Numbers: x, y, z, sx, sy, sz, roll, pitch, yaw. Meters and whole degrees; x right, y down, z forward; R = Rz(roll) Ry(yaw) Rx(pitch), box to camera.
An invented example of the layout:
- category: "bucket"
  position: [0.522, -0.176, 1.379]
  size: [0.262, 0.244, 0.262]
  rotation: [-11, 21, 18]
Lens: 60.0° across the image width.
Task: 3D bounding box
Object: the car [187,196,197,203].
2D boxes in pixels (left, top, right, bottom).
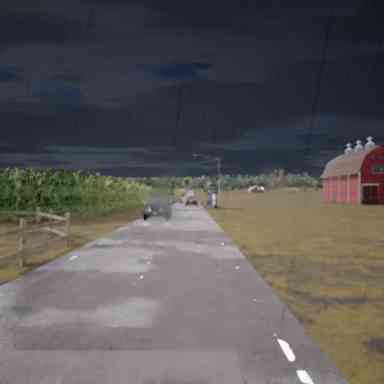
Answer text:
- category: "car"
  position: [-0.055, 1.678, 75.091]
  size: [2.128, 1.511, 4.902]
  rotation: [0, 0, 0]

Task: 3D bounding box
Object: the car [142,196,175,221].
- category: "car"
  position: [-2.870, 1.340, 28.603]
  size: [2.150, 2.045, 5.566]
  rotation: [0, -1, 0]

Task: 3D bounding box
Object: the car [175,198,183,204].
- category: "car"
  position: [-2.801, 1.847, 68.704]
  size: [1.994, 1.385, 4.181]
  rotation: [0, 0, 0]

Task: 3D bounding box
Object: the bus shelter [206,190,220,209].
- category: "bus shelter"
  position: [3.089, 1.079, 49.862]
  size: [1.920, 2.740, 3.880]
  rotation: [0, 0, 0]

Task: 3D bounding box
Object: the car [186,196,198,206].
- category: "car"
  position: [-0.038, 1.619, 59.705]
  size: [2.097, 1.767, 4.553]
  rotation: [0, 0, 0]
